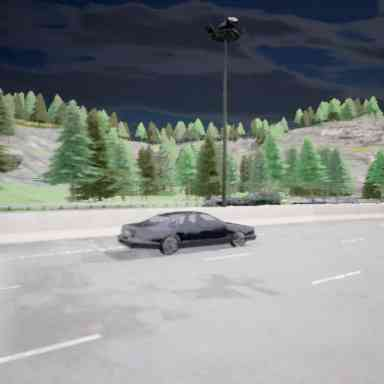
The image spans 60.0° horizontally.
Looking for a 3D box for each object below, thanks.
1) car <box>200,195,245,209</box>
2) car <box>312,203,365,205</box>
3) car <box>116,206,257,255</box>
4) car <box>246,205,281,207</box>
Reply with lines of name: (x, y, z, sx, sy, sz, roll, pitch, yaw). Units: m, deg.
car: (3.559, 1.171, 39.076, 4.902, 1.511, 2.128, 0, 1, -29)
car: (14.993, 1.374, 33.286, 5.357, 1.411, 2.033, 0, 1, -27)
car: (-0.073, 1.432, 12.617, 5.357, 1.411, 2.033, 0, 1, -32)
car: (7.448, 0.954, 37.204, 5.566, 2.045, 2.150, 1, 0, -28)
